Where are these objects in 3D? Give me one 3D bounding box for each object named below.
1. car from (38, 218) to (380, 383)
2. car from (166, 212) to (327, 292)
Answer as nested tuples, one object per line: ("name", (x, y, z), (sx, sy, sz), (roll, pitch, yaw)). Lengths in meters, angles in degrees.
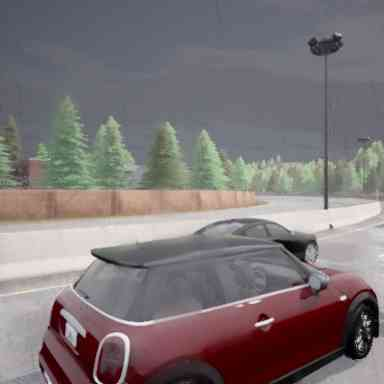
("car", (0.553, 1.366, 4.423), (4.553, 1.767, 2.097), (0, 0, -37))
("car", (1.815, 1.506, 9.890), (5.008, 1.535, 1.882), (0, 0, -39))
